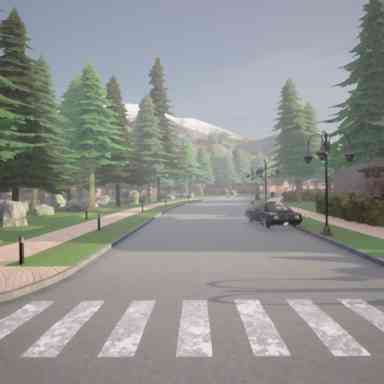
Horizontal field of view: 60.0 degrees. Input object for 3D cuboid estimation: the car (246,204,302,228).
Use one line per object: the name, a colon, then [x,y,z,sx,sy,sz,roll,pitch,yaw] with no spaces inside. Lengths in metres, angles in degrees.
car: [4.810,1.402,20.426,1.895,1.301,4.718,-1,1,-9]
